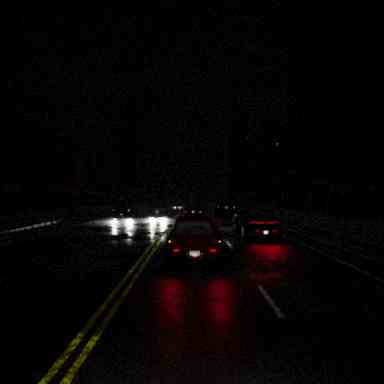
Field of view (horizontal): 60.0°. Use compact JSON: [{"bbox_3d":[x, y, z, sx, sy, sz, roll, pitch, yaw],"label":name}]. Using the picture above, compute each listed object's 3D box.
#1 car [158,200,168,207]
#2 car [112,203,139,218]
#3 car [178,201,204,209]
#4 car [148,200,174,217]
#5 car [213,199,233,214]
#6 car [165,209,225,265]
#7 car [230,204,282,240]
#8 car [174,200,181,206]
[{"bbox_3d":[-6.498,2.565,74.588,1.994,1.385,4.181,0,-1,0],"label":"car"},{"bbox_3d":[-6.599,1.817,33.272,1.895,1.301,4.718,0,-1,0],"label":"car"},{"bbox_3d":[0.096,1.723,30.045,2.033,1.411,5.357,0,-1,0],"label":"car"},{"bbox_3d":[-3.347,1.723,34.409,2.128,1.511,4.902,0,-1,0],"label":"car"},{"bbox_3d":[3.348,1.586,34.609,2.097,1.767,4.553,0,-1,0],"label":"car"},{"bbox_3d":[0.085,1.558,11.648,1.812,1.442,4.674,0,0,0],"label":"car"},{"bbox_3d":[3.346,1.568,17.469,1.837,1.490,4.892,0,0,0],"label":"car"},{"bbox_3d":[-3.248,2.547,75.005,2.128,1.511,4.902,0,-1,0],"label":"car"}]
